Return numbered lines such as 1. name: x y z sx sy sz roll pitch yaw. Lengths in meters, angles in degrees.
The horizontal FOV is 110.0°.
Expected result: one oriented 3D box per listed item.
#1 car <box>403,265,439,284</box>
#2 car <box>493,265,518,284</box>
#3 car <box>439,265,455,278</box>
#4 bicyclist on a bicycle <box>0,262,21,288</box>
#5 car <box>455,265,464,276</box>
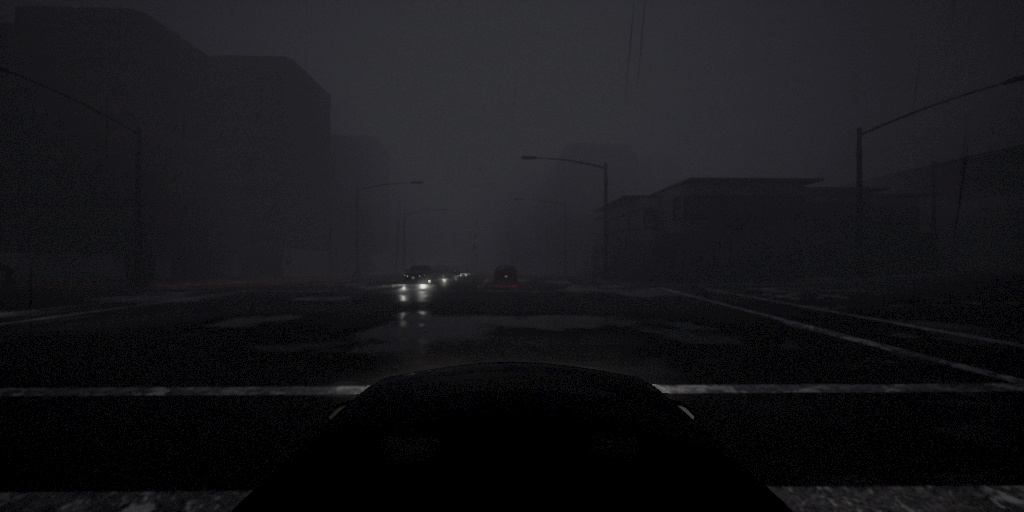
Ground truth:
1. car: -7.743 1.516 30.282 1.837 1.490 4.892 0 -1 -2
2. car: -0.552 1.483 30.378 1.882 1.535 5.008 0 -1 -2
3. car: -8.075 1.709 40.645 1.882 1.535 5.008 0 -2 -2
4. bicyclist on a bicycle: -31.298 1.172 22.049 0.582 1.620 1.656 0 0 0
5. car: -8.378 1.982 50.596 1.882 1.535 5.008 0 -1 -2
